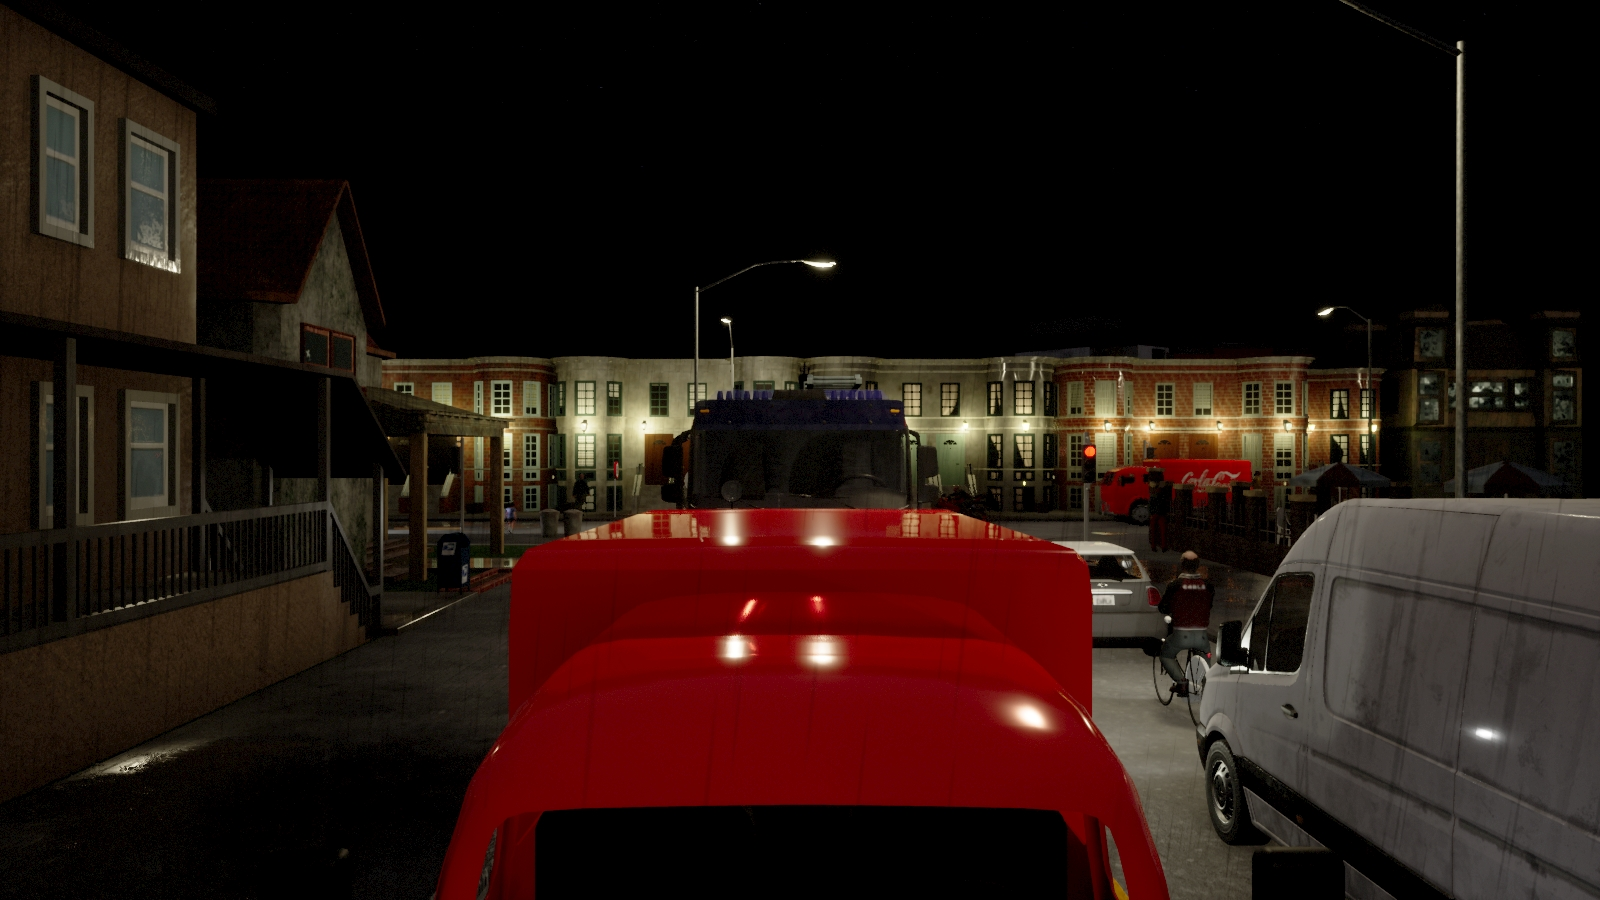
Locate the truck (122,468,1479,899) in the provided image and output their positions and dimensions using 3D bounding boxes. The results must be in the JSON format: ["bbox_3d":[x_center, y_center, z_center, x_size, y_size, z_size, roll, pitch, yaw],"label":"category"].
[{"bbox_3d":[-0.002,1.351,4.813,2.627,2.467,5.204,0,0,0],"label":"truck"}]

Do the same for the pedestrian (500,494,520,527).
[{"bbox_3d":[-9.709,2.025,38.274,0.500,1.100,0.500,0,0,11],"label":"pedestrian"}]

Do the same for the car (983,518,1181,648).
[{"bbox_3d":[3.996,1.852,16.834,1.970,1.475,3.806,0,0,0],"label":"car"}]

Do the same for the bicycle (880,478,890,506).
[{"bbox_3d":[4.005,1.963,53.762,0.329,1.271,1.835,0,0,0],"label":"bicycle"}]

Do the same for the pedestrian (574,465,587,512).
[{"bbox_3d":[-8.804,1.544,45.836,0.375,1.860,0.375,0,0,10],"label":"pedestrian"}]

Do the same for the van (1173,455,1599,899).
[{"bbox_3d":[4.008,1.318,6.281,1.988,2.561,5.915,0,0,0],"label":"van"}]

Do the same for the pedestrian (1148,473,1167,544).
[{"bbox_3d":[9.365,1.529,29.921,0.375,1.860,0.375,0,0,0],"label":"pedestrian"}]

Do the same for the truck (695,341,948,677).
[{"bbox_3d":[0.275,0.678,17.256,2.891,3.827,8.468,0,0,0],"label":"truck"}]

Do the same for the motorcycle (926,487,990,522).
[{"bbox_3d":[5.875,2.003,42.500,2.209,1.251,0.867,0,0,-9],"label":"motorcycle"}]

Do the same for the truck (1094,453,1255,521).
[{"bbox_3d":[14.013,1.367,43.026,5.204,2.467,2.627,0,0,0],"label":"truck"}]

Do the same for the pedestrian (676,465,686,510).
[{"bbox_3d":[-4.938,1.545,47.359,0.375,1.860,0.375,0,0,1],"label":"pedestrian"}]
